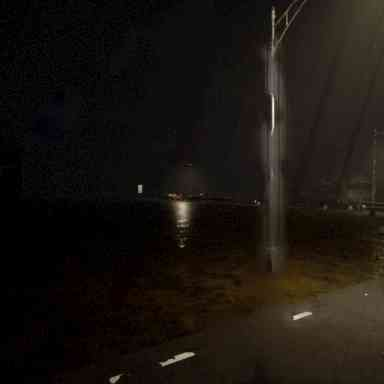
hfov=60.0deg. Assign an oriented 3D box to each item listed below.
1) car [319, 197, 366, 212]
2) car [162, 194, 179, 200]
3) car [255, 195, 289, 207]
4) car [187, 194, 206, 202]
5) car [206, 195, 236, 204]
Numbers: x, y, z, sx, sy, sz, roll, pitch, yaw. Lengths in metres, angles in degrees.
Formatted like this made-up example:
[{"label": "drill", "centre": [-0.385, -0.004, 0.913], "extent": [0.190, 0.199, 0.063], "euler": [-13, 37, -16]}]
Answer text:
[{"label": "car", "centre": [16.303, 1.292, 36.124], "extent": [1.837, 1.490, 4.892], "euler": [2, 0, -35]}, {"label": "car", "centre": [-4.727, 1.122, 72.068], "extent": [1.895, 1.301, 4.718], "euler": [2, -1, -35]}, {"label": "car", "centre": [10.547, 1.177, 44.238], "extent": [1.837, 1.490, 4.892], "euler": [2, 0, -35]}, {"label": "car", "centre": [1.267, 1.136, 63.697], "extent": [2.033, 1.411, 5.357], "euler": [2, -1, -35]}, {"label": "car", "centre": [4.776, 1.174, 52.381], "extent": [1.895, 1.301, 4.718], "euler": [2, -1, -35]}]
